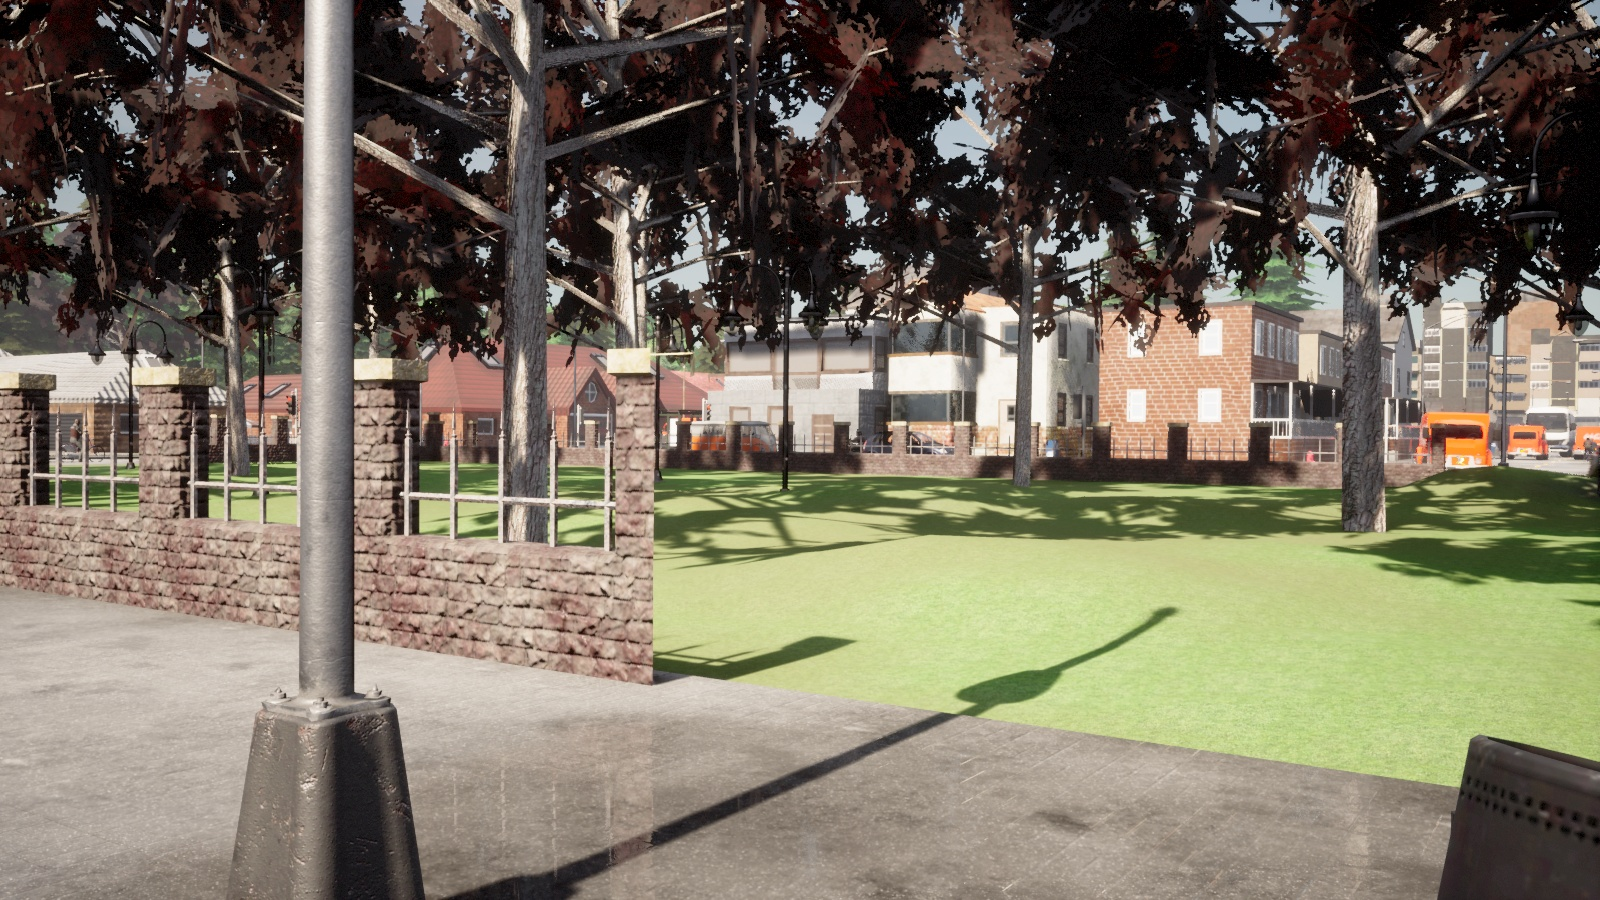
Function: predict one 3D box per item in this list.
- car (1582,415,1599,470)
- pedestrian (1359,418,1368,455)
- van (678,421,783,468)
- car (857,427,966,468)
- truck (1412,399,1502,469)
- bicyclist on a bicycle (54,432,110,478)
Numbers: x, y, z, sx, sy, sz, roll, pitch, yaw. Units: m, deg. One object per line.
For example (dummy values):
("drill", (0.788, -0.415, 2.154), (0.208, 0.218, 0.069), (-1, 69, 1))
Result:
("car", (26.039, -0.226, 36.664), (2.152, 1.651, 5.027), (-1, 1, -41))
("pedestrian", (28.654, -0.691, 63.895), (0.331, 1.846, 0.636), (0, 1, 31))
("van", (-3.100, -0.249, 55.745), (4.442, 1.987, 1.775), (0, 1, 31))
("car", (4.492, -0.104, 50.719), (3.988, 1.617, 1.851), (0, 1, 32))
("truck", (24.861, -0.636, 47.729), (2.627, 2.467, 5.204), (2, 2, 24))
("bicyclist on a bicycle", (-28.707, 0.176, 50.233), (0.659, 1.776, 1.843), (0, 1, 32))
